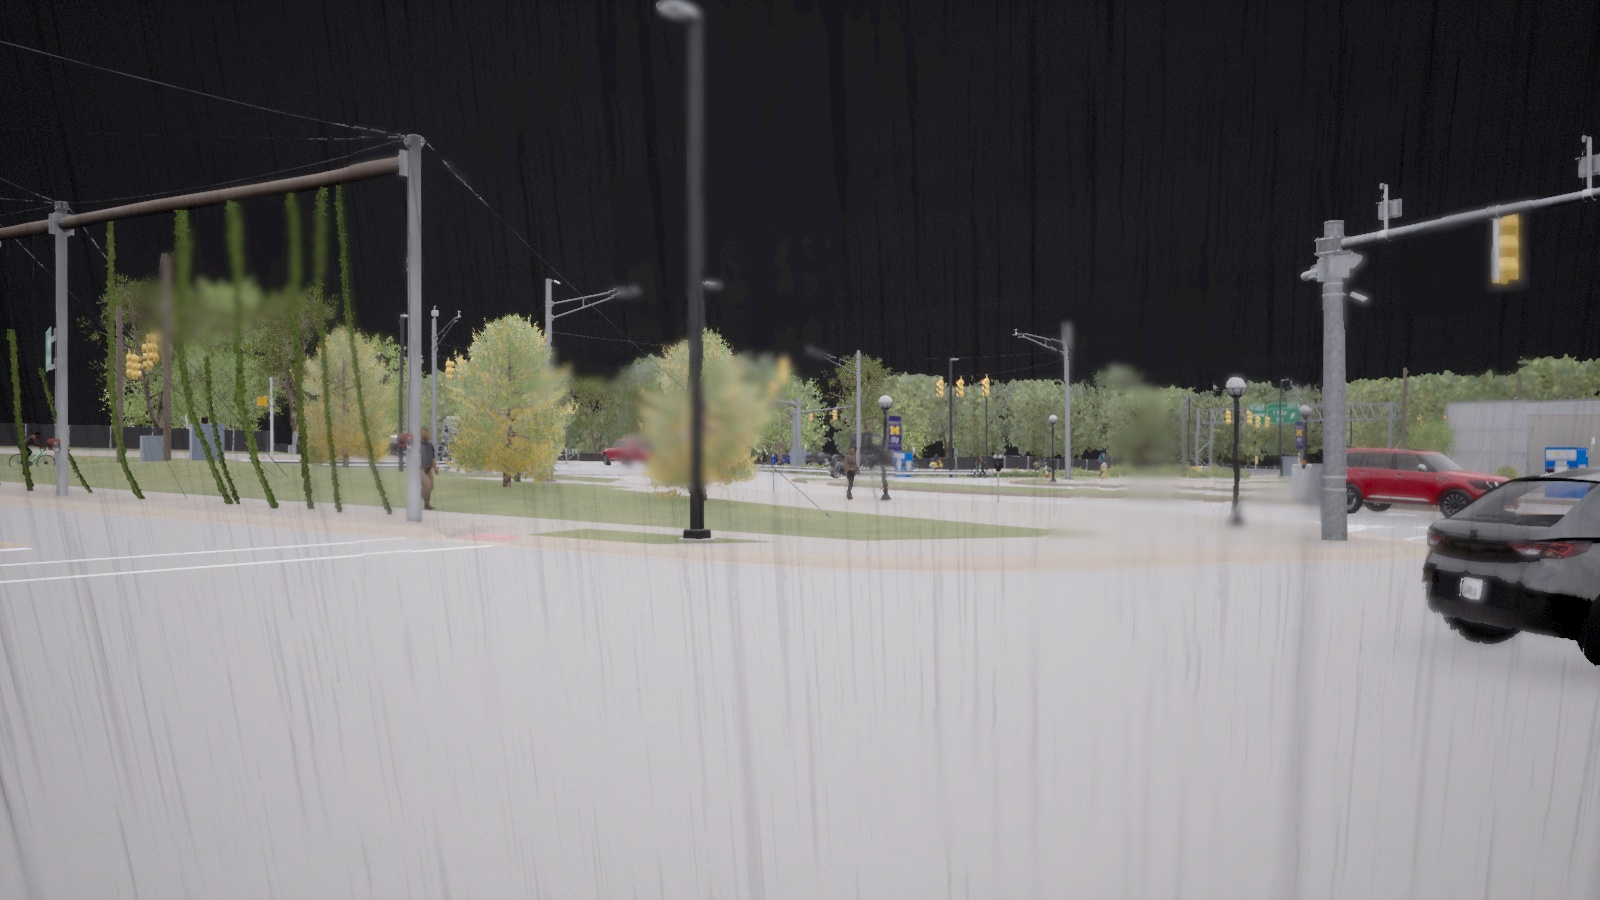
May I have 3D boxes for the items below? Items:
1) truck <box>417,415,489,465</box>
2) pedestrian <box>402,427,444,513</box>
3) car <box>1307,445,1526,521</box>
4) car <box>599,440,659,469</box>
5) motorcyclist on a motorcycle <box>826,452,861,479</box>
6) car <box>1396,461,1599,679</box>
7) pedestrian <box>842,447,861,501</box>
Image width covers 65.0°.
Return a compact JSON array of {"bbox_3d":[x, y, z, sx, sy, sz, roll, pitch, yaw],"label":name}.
[{"bbox_3d":[-26.264,-0.823,94.776,2.891,3.462,7.936,1,1,-34],"label":"truck"},{"bbox_3d":[-8.235,0.424,27.407,0.694,1.848,0.540,0,0,30],"label":"pedestrian"},{"bbox_3d":[18.649,0.925,38.240,2.150,2.045,5.566,0,1,-38],"label":"car"},{"bbox_3d":[-13.127,0.312,95.880,2.150,2.045,5.566,1,1,-35],"label":"car"},{"bbox_3d":[2.662,0.947,76.439,0.766,1.649,2.350,0,0,43],"label":"motorcyclist on a motorcycle"},{"bbox_3d":[7.125,0.815,9.727,4.193,1.474,1.816,-1,-1,-7],"label":"car"},{"bbox_3d":[1.772,0.807,43.241,0.331,1.846,0.634,0,0,-34],"label":"pedestrian"}]
